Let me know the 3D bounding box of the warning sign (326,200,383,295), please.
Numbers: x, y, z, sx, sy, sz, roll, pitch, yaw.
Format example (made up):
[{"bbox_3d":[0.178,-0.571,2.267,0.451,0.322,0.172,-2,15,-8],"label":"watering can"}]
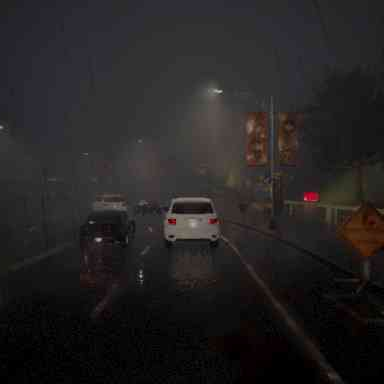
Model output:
[{"bbox_3d":[3.755,1.115,7.160,1.300,1.860,1.060,0,0,0],"label":"warning sign"}]

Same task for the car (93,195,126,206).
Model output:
[{"bbox_3d":[-7.477,1.258,29.869,2.150,2.045,5.566,0,0,-25],"label":"car"}]

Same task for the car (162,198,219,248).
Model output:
[{"bbox_3d":[-0.116,1.258,14.995,2.150,2.045,5.566,0,0,-3],"label":"car"}]

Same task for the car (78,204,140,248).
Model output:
[{"bbox_3d":[-3.608,1.517,14.755,1.837,1.490,4.892,0,0,-3],"label":"car"}]

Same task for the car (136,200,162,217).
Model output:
[{"bbox_3d":[-4.299,1.496,31.334,2.128,1.511,4.902,0,0,-25],"label":"car"}]
